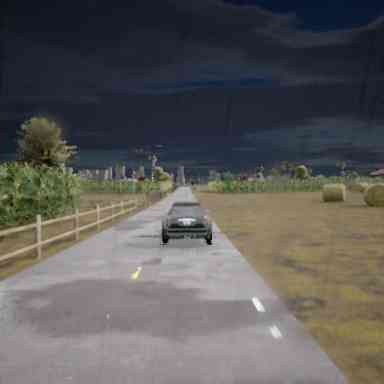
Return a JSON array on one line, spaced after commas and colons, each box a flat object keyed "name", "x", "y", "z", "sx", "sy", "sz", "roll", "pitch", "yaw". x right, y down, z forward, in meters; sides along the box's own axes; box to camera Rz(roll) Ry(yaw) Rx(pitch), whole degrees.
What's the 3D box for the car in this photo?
[{"name": "car", "x": -0.237, "y": 1.248, "z": 15.425, "sx": 2.097, "sy": 1.767, "sz": 4.553, "roll": 0, "pitch": 0, "yaw": -1}]
